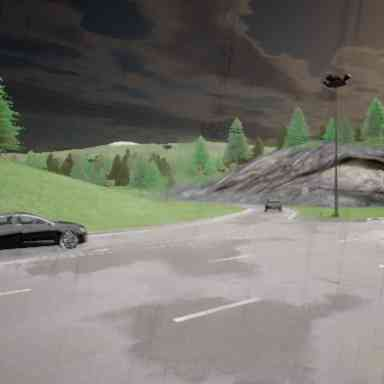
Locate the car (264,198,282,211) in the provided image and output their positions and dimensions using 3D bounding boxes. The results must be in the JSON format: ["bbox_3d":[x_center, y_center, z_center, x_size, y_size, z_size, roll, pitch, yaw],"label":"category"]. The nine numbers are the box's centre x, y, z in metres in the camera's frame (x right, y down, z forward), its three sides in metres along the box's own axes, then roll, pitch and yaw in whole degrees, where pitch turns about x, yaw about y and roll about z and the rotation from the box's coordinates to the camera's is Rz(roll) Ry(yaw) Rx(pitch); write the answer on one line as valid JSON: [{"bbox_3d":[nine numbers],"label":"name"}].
[{"bbox_3d":[9.741,1.499,40.132,2.128,1.511,4.902,0,0,11],"label":"car"}]

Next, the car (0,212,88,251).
[{"bbox_3d":[-6.399,1.491,12.435,4.902,1.511,2.128,0,0,-39],"label":"car"}]
